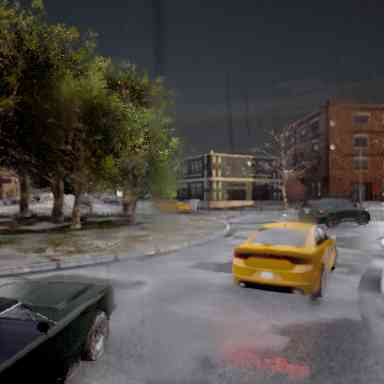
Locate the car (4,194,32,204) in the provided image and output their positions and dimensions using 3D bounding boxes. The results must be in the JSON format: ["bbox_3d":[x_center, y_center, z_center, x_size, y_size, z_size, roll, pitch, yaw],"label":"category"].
[{"bbox_3d":[-36.920,1.726,70.140,4.553,1.767,2.185,0,0,-18],"label":"car"}]

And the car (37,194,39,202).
[{"bbox_3d":[-40.429,1.827,80.605,4.892,1.521,2.231,0,0,-18],"label":"car"}]

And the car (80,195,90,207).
[{"bbox_3d":[-20.226,1.646,61.230,2.150,2.045,5.566,0,0,-24],"label":"car"}]

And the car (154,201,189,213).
[{"bbox_3d":[-2.691,1.841,43.017,5.008,1.535,1.882,0,-1,35],"label":"car"}]

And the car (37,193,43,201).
[{"bbox_3d":[-42.183,1.547,85.831,5.566,2.045,2.435,0,0,-18],"label":"car"}]

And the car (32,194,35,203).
[{"bbox_3d":[-37.824,1.849,72.750,5.008,1.535,2.097,0,0,-18],"label":"car"}]

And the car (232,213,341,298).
[{"bbox_3d":[2.689,1.548,8.917,1.882,1.535,5.008,0,0,28],"label":"car"}]

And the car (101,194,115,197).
[{"bbox_3d":[-18.918,1.822,79.892,4.553,1.767,2.185,0,0,-18],"label":"car"}]

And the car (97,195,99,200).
[{"bbox_3d":[-22.484,1.902,90.561,5.008,1.535,2.097,0,0,-18],"label":"car"}]

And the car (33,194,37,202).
[{"bbox_3d":[-39.524,1.710,77.995,4.553,1.767,2.185,0,0,-18],"label":"car"}]

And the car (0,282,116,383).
[{"bbox_3d":[-2.333,1.615,3.105,1.895,1.301,4.718,0,0,7],"label":"car"}]

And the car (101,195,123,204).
[{"bbox_3d":[-17.270,1.975,74.713,4.792,1.488,2.163,0,0,-18],"label":"car"}]

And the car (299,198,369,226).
[{"bbox_3d":[10.026,1.412,23.455,5.566,2.045,2.150,-1,-1,-29],"label":"car"}]
